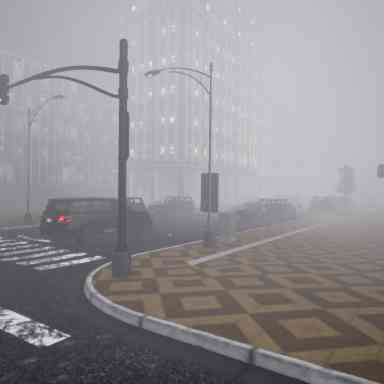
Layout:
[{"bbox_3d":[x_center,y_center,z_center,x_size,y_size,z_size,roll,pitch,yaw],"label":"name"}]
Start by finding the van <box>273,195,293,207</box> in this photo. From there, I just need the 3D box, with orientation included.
[{"bbox_3d":[13.953,1.345,50.842,1.690,1.788,3.998,1,0,35],"label":"van"}]

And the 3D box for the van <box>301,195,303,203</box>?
[{"bbox_3d":[17.164,1.351,55.366,1.690,1.788,3.998,1,0,35],"label":"van"}]

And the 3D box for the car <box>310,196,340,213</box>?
[{"bbox_3d":[15.392,1.427,39.160,2.192,1.841,5.009,1,0,35],"label":"car"}]

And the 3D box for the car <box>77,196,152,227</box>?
[{"bbox_3d":[-5.412,1.274,23.770,2.192,1.841,5.009,1,0,35],"label":"car"}]

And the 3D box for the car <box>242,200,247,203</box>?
[{"bbox_3d":[5.444,1.582,29.668,1.812,1.442,4.674,1,1,35],"label":"car"}]

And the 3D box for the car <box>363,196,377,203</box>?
[{"bbox_3d":[39.639,1.597,73.429,1.967,1.590,4.097,1,1,35],"label":"car"}]

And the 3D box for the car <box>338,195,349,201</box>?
[{"bbox_3d":[39.632,1.616,87.037,1.947,1.339,4.313,1,1,35],"label":"car"}]

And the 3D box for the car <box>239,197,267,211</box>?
[{"bbox_3d":[7.775,1.430,42.247,1.967,1.590,4.097,1,0,35],"label":"car"}]

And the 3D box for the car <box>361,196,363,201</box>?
[{"bbox_3d":[44.107,1.655,84.158,2.128,1.511,4.902,1,1,35],"label":"car"}]

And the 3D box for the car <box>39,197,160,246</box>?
[{"bbox_3d":[-4.343,1.259,15.869,2.150,2.045,5.566,1,1,35],"label":"car"}]

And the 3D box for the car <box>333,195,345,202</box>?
[{"bbox_3d":[36.324,1.570,82.374,1.752,1.417,4.829,1,1,35],"label":"car"}]

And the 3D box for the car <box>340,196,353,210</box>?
[{"bbox_3d":[20.380,1.436,46.282,2.192,1.841,5.009,1,0,35],"label":"car"}]

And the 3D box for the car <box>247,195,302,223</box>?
[{"bbox_3d":[6.803,1.409,26.922,2.192,1.841,5.009,1,0,35],"label":"car"}]

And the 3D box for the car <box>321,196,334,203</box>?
[{"bbox_3d":[30.001,1.616,73.465,1.802,1.307,4.206,1,1,35],"label":"car"}]

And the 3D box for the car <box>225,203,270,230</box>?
[{"bbox_3d":[3.306,1.668,21.999,1.802,1.307,4.206,1,0,35],"label":"car"}]

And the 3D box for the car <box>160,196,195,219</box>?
[{"bbox_3d":[-1.749,1.283,28.934,2.192,1.841,5.009,1,0,35],"label":"car"}]
